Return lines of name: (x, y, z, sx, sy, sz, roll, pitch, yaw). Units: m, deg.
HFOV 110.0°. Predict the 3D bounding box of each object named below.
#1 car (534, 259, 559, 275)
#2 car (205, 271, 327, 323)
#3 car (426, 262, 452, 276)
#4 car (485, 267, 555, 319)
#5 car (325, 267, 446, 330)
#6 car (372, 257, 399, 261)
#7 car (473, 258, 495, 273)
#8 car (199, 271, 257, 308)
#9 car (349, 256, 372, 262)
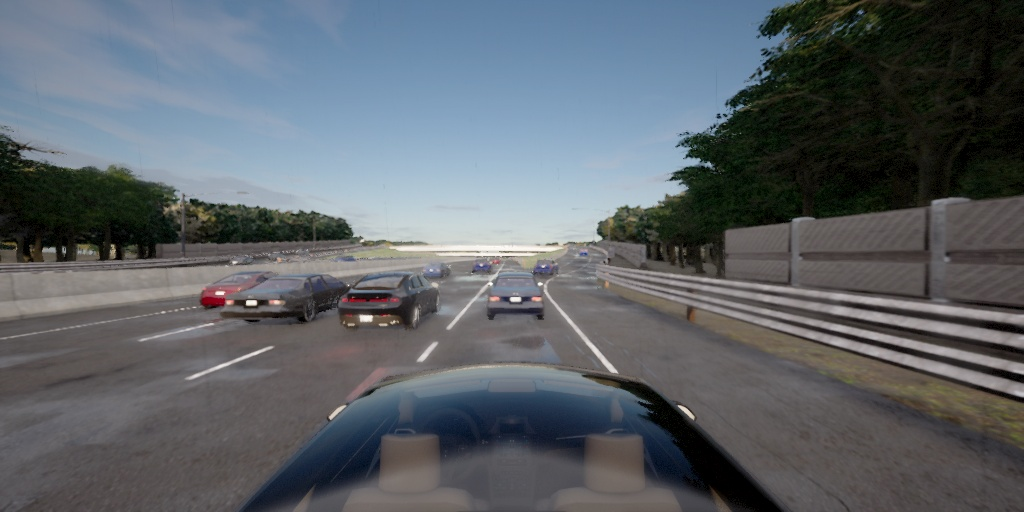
car: (3.705, 1.117, 37.900, 2.097, 1.767, 4.553, 1, 0, 16)
car: (-6.886, 1.284, 11.989, 2.033, 1.411, 5.357, 0, 0, 0)
car: (-6.853, 1.258, 32.919, 2.033, 1.411, 5.357, 0, 0, 0)
car: (0.130, 1.283, 12.723, 2.033, 1.411, 5.357, 0, 0, 0)
car: (-3.488, 1.246, 11.008, 1.837, 1.490, 4.892, 0, 0, 0)
car: (-21.060, 1.010, 59.802, 2.097, 1.767, 4.553, 0, 0, 0)
car: (-3.460, 1.051, 42.704, 2.097, 1.767, 4.553, 0, 0, 0)
car: (-10.380, 1.296, 14.779, 1.994, 1.385, 4.181, 0, 0, 0)
car: (-24.555, 1.151, 59.675, 2.128, 1.511, 4.902, 0, 0, 0)
